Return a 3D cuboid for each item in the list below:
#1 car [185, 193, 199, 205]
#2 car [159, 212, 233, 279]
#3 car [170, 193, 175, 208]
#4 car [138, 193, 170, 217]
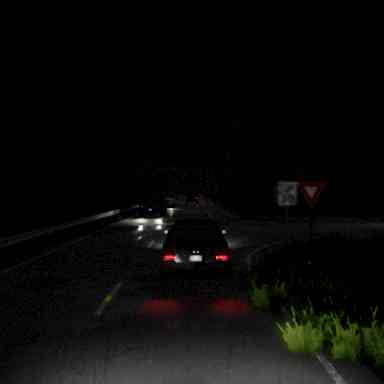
[{"bbox_3d":[-0.006,1.141,58.598,2.150,2.045,5.566,0,0,0],"label":"car"},{"bbox_3d":[0.089,1.533,9.943,2.033,1.411,5.357,0,0,0],"label":"car"},{"bbox_3d":[-3.584,1.153,47.263,2.150,2.045,5.566,0,1,0],"label":"car"},{"bbox_3d":[-3.598,1.179,31.299,2.150,2.045,5.566,0,0,0],"label":"car"}]
